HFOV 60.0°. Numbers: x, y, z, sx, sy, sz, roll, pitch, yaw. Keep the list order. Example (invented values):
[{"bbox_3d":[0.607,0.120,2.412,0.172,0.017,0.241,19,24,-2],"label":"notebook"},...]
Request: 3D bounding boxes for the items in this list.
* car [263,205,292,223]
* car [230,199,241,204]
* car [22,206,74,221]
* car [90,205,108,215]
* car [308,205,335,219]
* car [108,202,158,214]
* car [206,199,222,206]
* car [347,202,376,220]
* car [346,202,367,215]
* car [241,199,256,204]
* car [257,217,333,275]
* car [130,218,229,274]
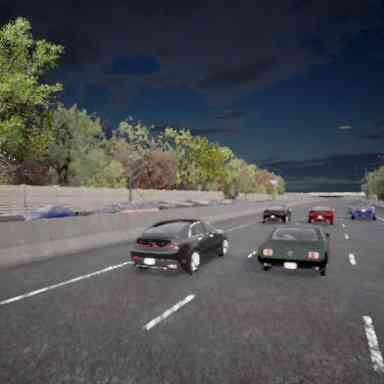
[{"bbox_3d":[7.448,1.846,28.871,1.882,1.535,5.008,0,-1,23],"label":"car"},{"bbox_3d":[9.290,2.275,68.605,2.097,1.767,4.553,0,-1,23],"label":"car"},{"bbox_3d":[-12.093,1.922,28.322,1.812,1.442,4.674,0,-1,24],"label":"car"},{"bbox_3d":[-7.323,1.908,30.495,2.128,1.511,4.902,0,-1,23],"label":"car"},{"bbox_3d":[10.891,1.828,28.013,1.882,1.535,5.008,0,-1,23],"label":"car"},{"bbox_3d":[-4.573,1.731,28.028,2.097,1.767,4.553,0,-1,23],"label":"car"},{"bbox_3d":[4.479,2.247,66.322,2.097,1.767,4.553,0,-1,24],"label":"car"},{"bbox_3d":[16.635,1.752,32.534,2.097,1.767,4.553,0,-1,24],"label":"car"},{"bbox_3d":[20.510,2.065,41.668,2.033,1.411,5.357,0,-1,23],"label":"car"},{"bbox_3d":[11.786,2.418,65.571,2.033,1.411,5.357,0,-1,24],"label":"car"},{"bbox_3d":[3.567,1.741,11.100,1.895,1.301,4.718,0,-1,23],"label":"car"},{"bbox_3d":[-0.190,1.654,11.233,1.837,1.490,4.892,0,-1,23],"label":"car"}]
